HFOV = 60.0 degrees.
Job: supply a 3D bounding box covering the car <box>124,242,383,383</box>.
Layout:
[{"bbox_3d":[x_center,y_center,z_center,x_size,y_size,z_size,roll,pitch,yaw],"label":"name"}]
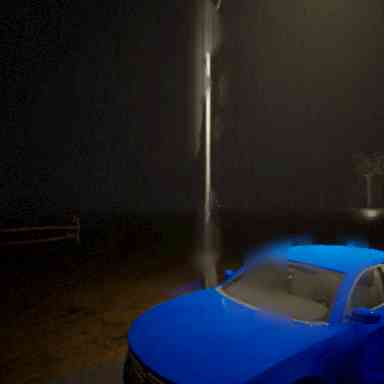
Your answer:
[{"bbox_3d":[1.606,1.479,4.241,5.008,1.535,1.882,0,0,-36],"label":"car"}]
